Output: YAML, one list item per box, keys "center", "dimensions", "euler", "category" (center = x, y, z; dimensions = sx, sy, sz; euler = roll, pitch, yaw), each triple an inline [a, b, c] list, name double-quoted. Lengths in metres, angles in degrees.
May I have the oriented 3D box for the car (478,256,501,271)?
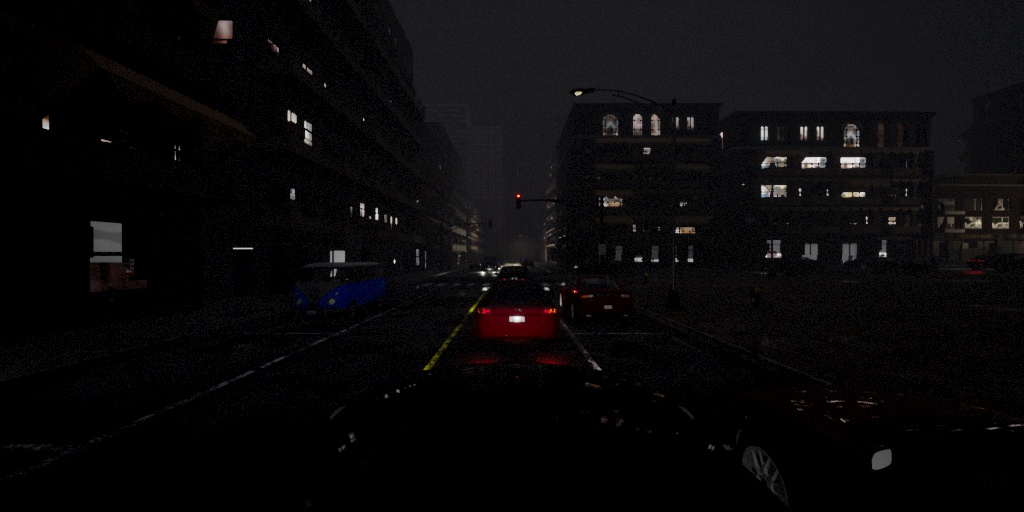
- center: [-3.048, 0.984, 49.743]
  dimensions: [2.150, 2.045, 5.566]
  euler: [0, 0, 0]
  category: "car"

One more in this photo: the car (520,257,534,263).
- center: [2.737, 1.211, 61.253]
  dimensions: [1.967, 1.591, 4.097]
  euler: [0, 0, 0]
  category: "car"

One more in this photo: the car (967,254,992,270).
- center: [44.419, 0.549, 32.476]
  dimensions: [4.892, 1.490, 1.837]
  euler: [-1, 0, 0]
  category: "car"

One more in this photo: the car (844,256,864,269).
- center: [37.957, 0.664, 38.132]
  dimensions: [4.313, 1.339, 1.948]
  euler: [0, 0, -1]
  category: "car"

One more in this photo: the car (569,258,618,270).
- center: [7.781, 0.974, 34.678]
  dimensions: [4.553, 1.767, 2.097]
  euler: [-2, 1, -7]
  category: "car"

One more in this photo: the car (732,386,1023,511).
- center: [2.688, 1.295, 1.203]
  dimensions: [1.888, 1.381, 4.507]
  euler: [0, 0, 0]
  category: "car"

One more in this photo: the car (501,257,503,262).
- center: [-3.018, 1.299, 62.002]
  dimensions: [1.812, 1.442, 4.674]
  euler: [0, 1, 1]
  category: "car"

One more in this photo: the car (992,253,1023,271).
- center: [43.637, 0.629, 29.826]
  dimensions: [4.403, 1.370, 2.007]
  euler: [0, 0, -1]
  category: "car"

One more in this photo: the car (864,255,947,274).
- center: [32.499, 0.803, 29.679]
  dimensions: [4.403, 1.370, 2.007]
  euler: [0, 0, -1]
  category: "car"

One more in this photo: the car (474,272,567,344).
- center: [0.107, 1.314, 9.645]
  dimensions: [1.994, 1.385, 4.181]
  euler: [0, 0, 0]
  category: "car"

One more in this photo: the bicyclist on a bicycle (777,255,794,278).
- center: [20.264, 0.770, 26.562]
  dimensions: [0.582, 1.620, 1.656]
  euler: [-1, 0, -1]
  category: "bicyclist on a bicycle"

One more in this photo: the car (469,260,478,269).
- center: [-5.648, 1.317, 55.738]
  dimensions: [2.007, 1.370, 4.403]
  euler: [0, 0, 0]
  category: "car"

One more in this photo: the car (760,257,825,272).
- center: [27.652, 0.828, 35.401]
  dimensions: [5.357, 1.411, 2.033]
  euler: [-1, 0, -1]
  category: "car"

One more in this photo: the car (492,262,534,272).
- center: [0.113, 1.255, 18.517]
  dimensions: [1.837, 1.490, 4.892]
  euler: [0, 0, 0]
  category: "car"

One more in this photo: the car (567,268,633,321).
- center: [2.697, 1.295, 12.255]
  dimensions: [1.888, 1.381, 4.507]
  euler: [0, 0, 0]
  category: "car"

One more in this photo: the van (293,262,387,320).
- center: [-5.684, 1.091, 12.262]
  dimensions: [1.690, 1.789, 3.998]
  euler: [0, 0, 0]
  category: "van"
